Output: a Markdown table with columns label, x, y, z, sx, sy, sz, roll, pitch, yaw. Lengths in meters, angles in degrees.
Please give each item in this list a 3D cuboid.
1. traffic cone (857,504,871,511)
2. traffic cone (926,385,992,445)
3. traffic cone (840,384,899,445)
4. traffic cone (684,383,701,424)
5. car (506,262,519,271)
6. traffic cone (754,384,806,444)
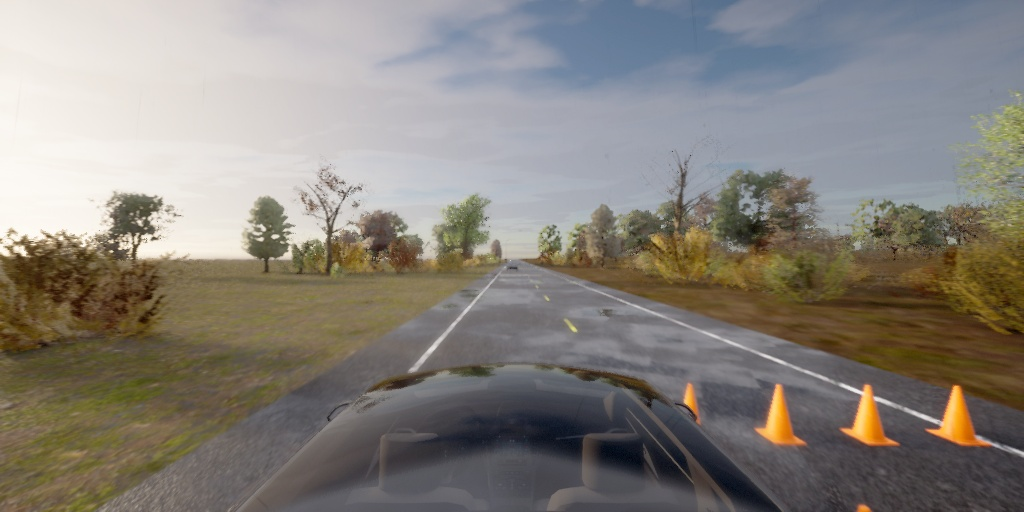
| label | x | y | z | sx | sy | sz | roll | pitch | yaw |
| --- | --- | --- | --- | --- | --- | --- | --- | --- | --- |
| traffic cone | 2.001 | 1.718 | 2.033 | 0.340 | 0.580 | 0.340 | 0 | 0 | 0 |
| traffic cone | 5.005 | 1.750 | 4.028 | 0.340 | 0.580 | 0.340 | 0 | 0 | 0 |
| traffic cone | 4.005 | 1.745 | 4.030 | 0.340 | 0.580 | 0.340 | 0 | 0 | 0 |
| traffic cone | 2.004 | 1.735 | 4.033 | 0.340 | 0.580 | 0.340 | 0 | 0 | 0 |
| car | 0.081 | 1.678 | 58.570 | 1.837 | 1.490 | 4.892 | 0 | 0 | 0 |
| traffic cone | 3.005 | 1.740 | 4.031 | 0.340 | 0.580 | 0.340 | 0 | 0 | 0 |
